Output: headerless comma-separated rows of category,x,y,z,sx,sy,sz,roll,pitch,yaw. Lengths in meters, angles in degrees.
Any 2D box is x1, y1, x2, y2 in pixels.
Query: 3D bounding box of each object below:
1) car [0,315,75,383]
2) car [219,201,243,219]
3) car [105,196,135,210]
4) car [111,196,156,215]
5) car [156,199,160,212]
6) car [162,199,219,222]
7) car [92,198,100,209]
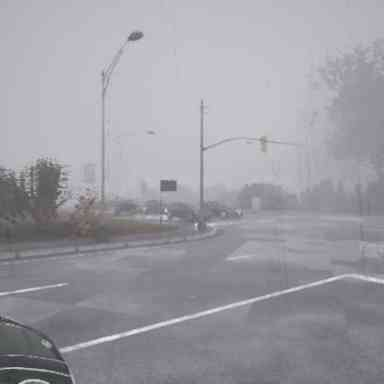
car,-2.913,1.349,1.668,4.553,1.767,2.097,0,0,-35
car,2.391,1.520,29.417,2.128,1.511,4.902,0,0,-39
car,-9.740,1.379,44.559,2.097,1.767,4.553,0,0,-39
car,-6.172,1.513,34.502,2.128,1.511,4.902,0,0,-39
car,-3.498,1.533,36.761,1.837,1.490,4.892,0,0,-39
car,-0.327,1.528,27.180,1.837,1.490,4.892,0,0,-38
car,-12.615,1.526,42.548,1.837,1.490,4.892,0,0,-39
